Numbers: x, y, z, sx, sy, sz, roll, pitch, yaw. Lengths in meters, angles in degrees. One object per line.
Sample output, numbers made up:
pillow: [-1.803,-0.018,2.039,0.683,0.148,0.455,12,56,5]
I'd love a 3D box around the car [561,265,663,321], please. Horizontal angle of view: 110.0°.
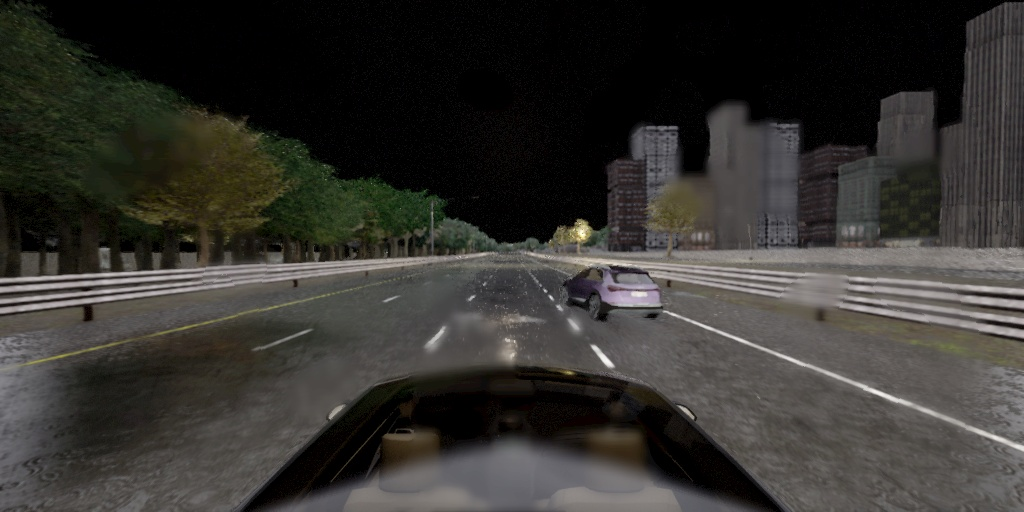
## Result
car: [3.143,1.086,12.093,2.033,1.649,4.856,1,1,-9]
